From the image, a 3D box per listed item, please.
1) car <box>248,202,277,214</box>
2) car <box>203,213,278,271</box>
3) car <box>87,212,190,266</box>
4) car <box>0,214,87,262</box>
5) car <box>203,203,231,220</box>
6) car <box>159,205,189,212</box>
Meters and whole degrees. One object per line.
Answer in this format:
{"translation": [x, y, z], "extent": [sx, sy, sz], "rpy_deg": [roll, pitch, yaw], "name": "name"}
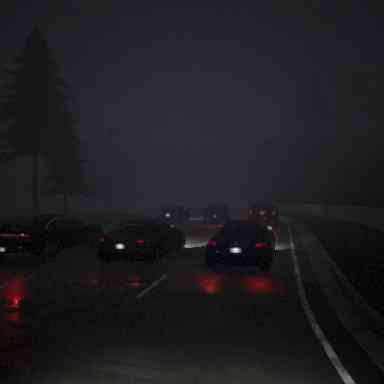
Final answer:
{"translation": [5.315, 1.506, 25.028], "extent": [2.097, 1.767, 4.553], "rpy_deg": [0, 0, 13], "name": "car"}
{"translation": [1.770, 1.635, 11.402], "extent": [1.994, 1.385, 4.181], "rpy_deg": [0, 0, 15], "name": "car"}
{"translation": [-1.669, 1.637, 12.079], "extent": [1.994, 1.385, 4.181], "rpy_deg": [0, 0, 15], "name": "car"}
{"translation": [-5.169, 1.565, 12.552], "extent": [2.128, 1.511, 4.902], "rpy_deg": [0, 0, 15], "name": "car"}
{"translation": [2.077, 1.643, 27.185], "extent": [1.882, 1.535, 5.008], "rpy_deg": [0, 0, 9], "name": "car"}
{"translation": [-1.475, 1.728, 27.153], "extent": [1.994, 1.385, 4.181], "rpy_deg": [0, 0, 10], "name": "car"}
